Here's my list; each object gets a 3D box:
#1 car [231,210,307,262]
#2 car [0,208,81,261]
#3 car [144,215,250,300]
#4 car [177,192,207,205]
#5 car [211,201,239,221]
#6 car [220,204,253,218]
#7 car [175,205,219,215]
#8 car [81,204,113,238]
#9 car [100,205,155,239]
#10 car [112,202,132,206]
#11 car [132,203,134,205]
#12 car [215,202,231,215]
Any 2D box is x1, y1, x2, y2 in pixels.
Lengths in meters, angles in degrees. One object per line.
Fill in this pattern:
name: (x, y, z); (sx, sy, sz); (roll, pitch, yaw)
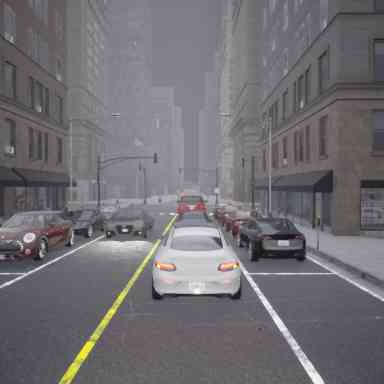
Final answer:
car: (2.745, 1.567, 12.033); (1.947, 1.339, 4.313); (-1, 0, 0)
car: (-5.782, 1.441, 12.028); (1.967, 1.590, 4.097); (-1, 0, 0)
car: (0.096, 1.526, 8.276); (1.812, 1.442, 4.674); (0, 0, 0)
car: (-0.015, 1.226, 26.149); (2.150, 2.045, 5.566); (0, 0, 0)
car: (2.736, 1.550, 28.548); (1.887, 1.381, 4.507); (-1, 0, 0)
car: (2.742, 1.547, 17.537); (1.887, 1.381, 4.507); (-1, 0, 0)
car: (0.087, 1.566, 16.762); (1.994, 1.385, 4.181); (0, 0, 0)
car: (-5.783, 1.568, 17.533); (1.947, 1.339, 4.313); (-1, 0, 0)
car: (-3.084, 1.566, 17.251); (1.994, 1.385, 4.181); (0, 0, 0)
car: (-5.786, 1.555, 23.038); (2.008, 1.369, 4.403); (-1, 0, 0)
car: (-5.789, 1.550, 28.544); (1.887, 1.381, 4.507); (-1, 0, 0)
car: (2.739, 1.549, 23.043); (1.887, 1.381, 4.507); (-1, 0, 0)
